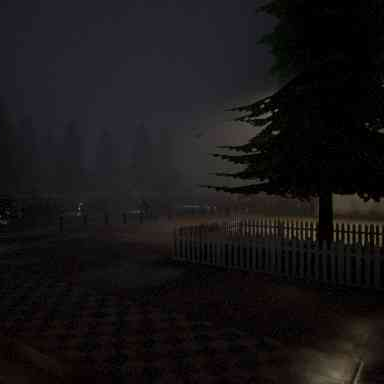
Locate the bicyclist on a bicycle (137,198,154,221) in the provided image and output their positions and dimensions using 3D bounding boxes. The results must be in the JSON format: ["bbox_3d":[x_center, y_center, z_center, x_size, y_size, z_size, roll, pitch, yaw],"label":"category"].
[{"bbox_3d":[-3.433,1.302,24.414,1.656,1.620,0.582,0,0,35],"label":"bicyclist on a bicycle"}]

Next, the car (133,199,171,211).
[{"bbox_3d":[-4.821,1.547,41.384,2.033,1.411,5.357,0,0,36],"label":"car"}]

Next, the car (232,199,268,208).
[{"bbox_3d":[8.356,1.221,47.473,2.150,2.045,5.566,0,0,36],"label":"car"}]

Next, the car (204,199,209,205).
[{"bbox_3d":[4.652,1.257,54.509,2.033,1.411,5.357,0,0,35],"label":"car"}]

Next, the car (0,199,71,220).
[{"bbox_3d":[-13.737,1.547,28.882,2.033,1.411,5.357,0,0,35],"label":"car"}]

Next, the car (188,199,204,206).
[{"bbox_3d":[1.177,1.526,55.681,1.812,1.442,4.674,0,0,36],"label":"car"}]

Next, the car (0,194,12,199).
[{"bbox_3d":[-18.224,1.222,28.617,2.150,2.045,5.566,0,0,35],"label":"car"}]

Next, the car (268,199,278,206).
[{"bbox_3d":[14.267,1.547,55.774,2.033,1.411,5.357,0,0,36],"label":"car"}]

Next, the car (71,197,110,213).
[{"bbox_3d":[-11.594,1.352,37.912,2.097,1.767,4.553,0,0,35],"label":"car"}]

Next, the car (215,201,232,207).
[{"bbox_3d":[5.088,1.564,48.990,1.994,1.385,4.181,0,0,35],"label":"car"}]
